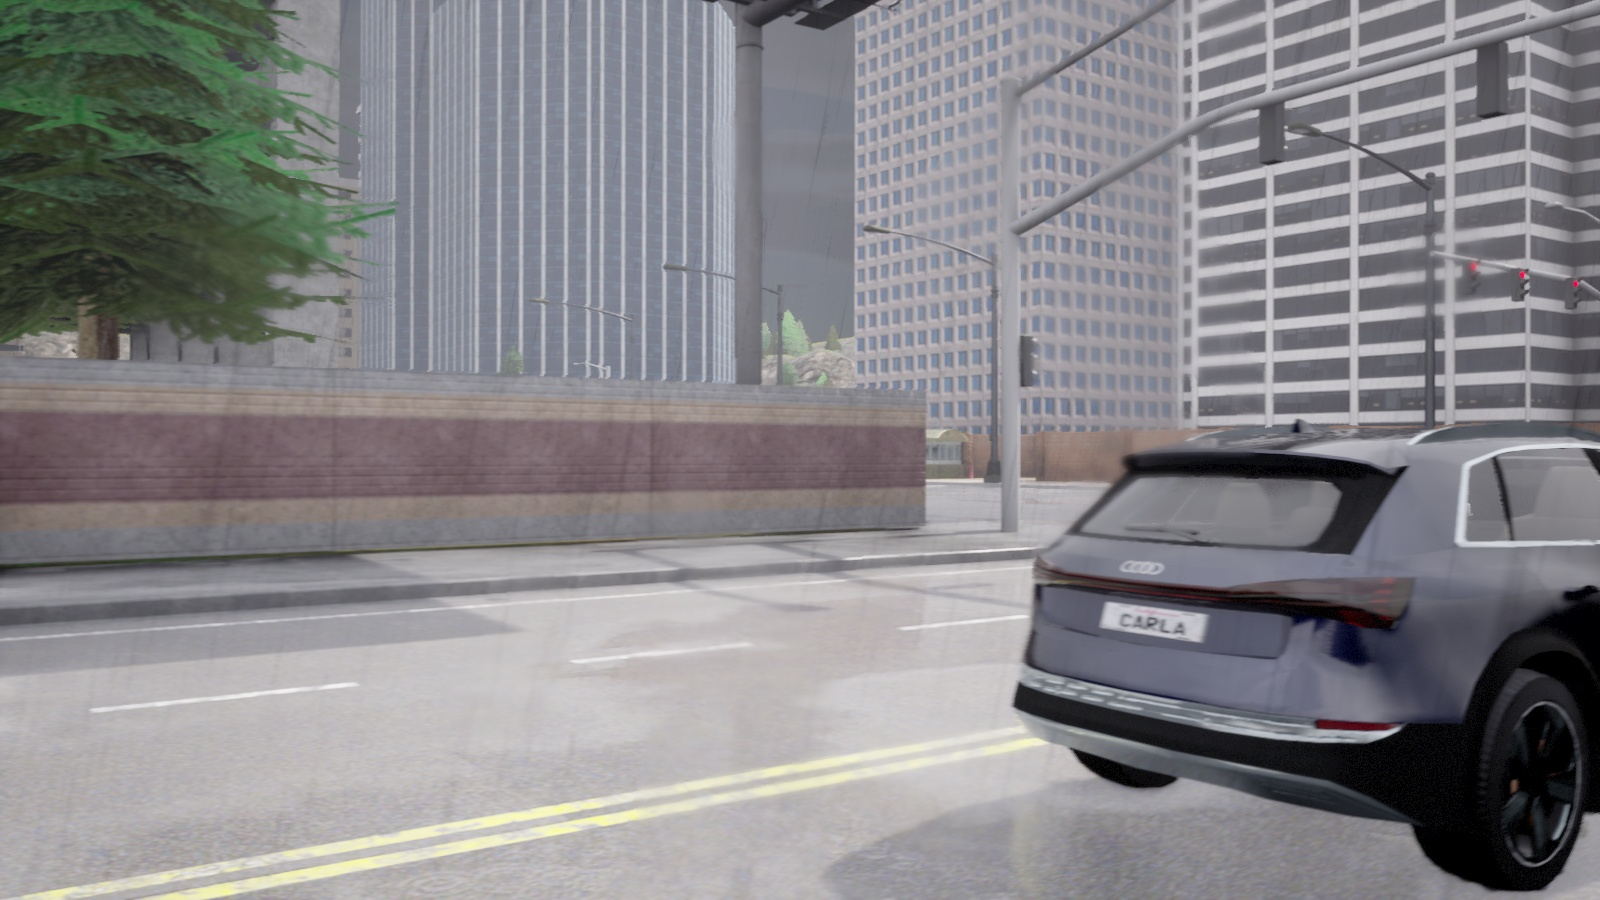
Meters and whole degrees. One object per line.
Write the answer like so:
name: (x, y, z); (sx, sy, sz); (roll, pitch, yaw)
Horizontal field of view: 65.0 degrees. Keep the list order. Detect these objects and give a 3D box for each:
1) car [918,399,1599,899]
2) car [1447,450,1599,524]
car: (3.066, 0.683, 5.794); (4.856, 1.649, 2.033); (0, 0, -35)
car: (15.799, 0.741, 26.168); (3.806, 1.475, 1.970); (0, 0, 38)
